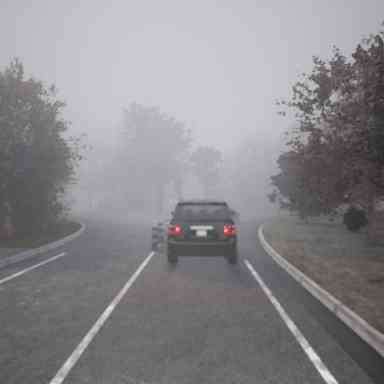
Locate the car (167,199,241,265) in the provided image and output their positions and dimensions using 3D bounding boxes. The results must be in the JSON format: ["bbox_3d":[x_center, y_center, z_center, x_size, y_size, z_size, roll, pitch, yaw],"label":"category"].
[{"bbox_3d":[0.399,1.247,11.955,2.150,2.045,5.566,0,0,3],"label":"car"}]

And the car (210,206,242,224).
[{"bbox_3d":[3.053,1.950,28.876,1.994,1.385,4.181,-1,-2,16],"label":"car"}]
